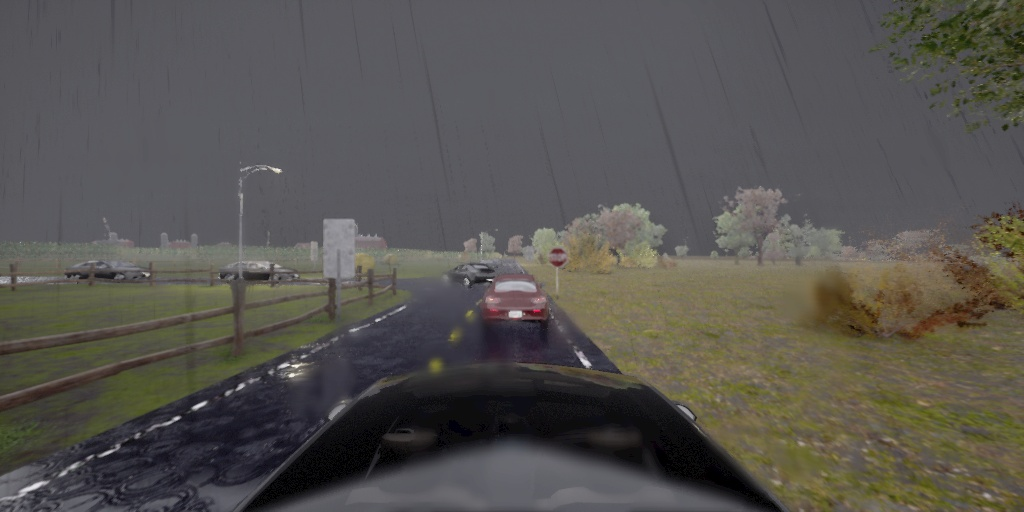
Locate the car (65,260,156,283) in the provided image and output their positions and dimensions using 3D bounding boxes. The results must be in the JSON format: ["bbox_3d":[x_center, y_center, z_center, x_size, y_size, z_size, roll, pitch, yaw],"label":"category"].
[{"bbox_3d":[-27.318,1.027,24.513,4.902,1.511,2.128,0,1,-1],"label":"car"}]

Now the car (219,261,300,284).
[{"bbox_3d":[-17.236,1.095,24.623,4.902,1.511,2.128,0,1,-1],"label":"car"}]

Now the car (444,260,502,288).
[{"bbox_3d":[-2.751,1.199,23.177,1.837,1.490,4.892,0,-1,-34],"label":"car"}]

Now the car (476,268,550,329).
[{"bbox_3d":[0.092,1.252,11.087,1.812,1.442,4.674,0,0,0],"label":"car"}]

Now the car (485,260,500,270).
[{"bbox_3d":[-2.851,1.254,52.301,1.895,1.301,4.718,0,0,0],"label":"car"}]
